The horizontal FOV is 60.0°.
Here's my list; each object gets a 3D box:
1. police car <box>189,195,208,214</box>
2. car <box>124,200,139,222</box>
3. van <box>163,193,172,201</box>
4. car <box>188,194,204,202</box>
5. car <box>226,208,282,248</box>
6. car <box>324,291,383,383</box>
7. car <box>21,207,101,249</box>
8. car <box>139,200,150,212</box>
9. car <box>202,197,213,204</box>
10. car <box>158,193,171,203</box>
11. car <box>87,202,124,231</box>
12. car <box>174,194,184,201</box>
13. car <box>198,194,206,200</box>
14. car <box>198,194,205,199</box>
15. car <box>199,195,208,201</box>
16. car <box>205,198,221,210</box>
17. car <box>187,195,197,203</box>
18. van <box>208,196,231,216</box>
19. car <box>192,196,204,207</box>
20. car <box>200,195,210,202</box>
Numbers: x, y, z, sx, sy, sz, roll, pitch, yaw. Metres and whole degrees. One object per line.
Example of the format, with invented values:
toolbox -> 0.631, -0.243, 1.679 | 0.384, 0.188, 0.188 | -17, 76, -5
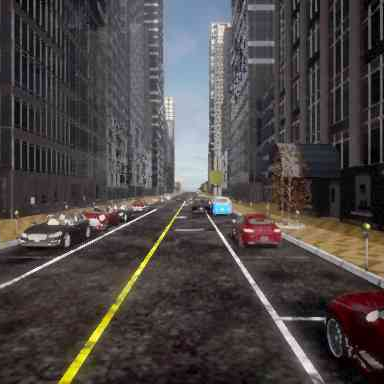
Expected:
police car -> 0.900, 1.386, 34.596 | 1.930, 1.638, 5.238 | 0, 0, 0
car -> -5.691, 1.525, 25.778 | 2.008, 1.369, 4.403 | 0, 0, 0
van -> -5.689, 1.224, 77.010 | 1.690, 1.788, 3.998 | 0, 0, 0
car -> 0.851, 1.297, 44.448 | 2.097, 1.767, 4.553 | 0, 0, -1
car -> 2.690, 1.572, 14.391 | 1.802, 1.307, 4.206 | 0, 0, 0
car -> 2.689, 1.580, 3.003 | 1.802, 1.307, 4.206 | 0, 0, 0
car -> -5.691, 1.541, 14.393 | 2.008, 1.369, 4.403 | 0, 0, 0
car -> -5.691, 1.538, 37.162 | 1.802, 1.307, 4.206 | 0, 0, 0
car -> 2.691, 1.503, 59.929 | 1.802, 1.307, 4.206 | 0, 0, 0
car -> -5.690, 1.461, 65.625 | 2.008, 1.369, 4.403 | 0, 0, 0
car -> -5.691, 1.423, 20.086 | 1.967, 1.590, 4.097 | 0, 0, 0
car -> -3.000, 1.348, 76.635 | 1.837, 1.490, 4.892 | 0, 0, 0
car -> 2.692, 1.288, 88.391 | 1.967, 1.590, 4.097 | 0, 0, 0
car -> 2.691, 1.271, 94.083 | 1.967, 1.590, 4.097 | 0, 0, 0
car -> 2.691, 1.434, 77.007 | 2.008, 1.369, 4.403 | 0, 0, 0
car -> 2.690, 1.529, 42.852 | 1.802, 1.307, 4.206 | 0, 0, 0
car -> 0.000, 1.382, 70.248 | 2.128, 1.511, 4.902 | 0, 0, 0
van -> 2.690, 1.306, 31.467 | 1.690, 1.788, 3.998 | 0, 0, 0
car -> 0.900, 1.391, 50.676 | 1.801, 1.575, 5.366 | 0, 0, 0
car -> 2.691, 1.448, 71.314 | 2.008, 1.369, 4.403 | 0, 0, 0
